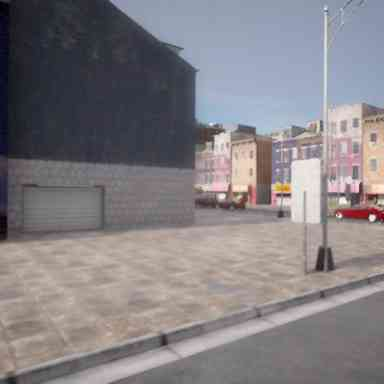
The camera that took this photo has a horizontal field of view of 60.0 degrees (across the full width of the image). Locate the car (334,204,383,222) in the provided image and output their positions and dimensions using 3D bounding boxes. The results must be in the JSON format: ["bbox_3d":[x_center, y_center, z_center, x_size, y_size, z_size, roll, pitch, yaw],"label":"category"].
[{"bbox_3d":[14.125,1.673,27.718,1.887,1.381,4.507,1,0,-35],"label":"car"}]

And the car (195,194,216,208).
[{"bbox_3d":[1.561,1.235,45.467,2.192,1.841,5.009,1,0,-35],"label":"car"}]

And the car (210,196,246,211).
[{"bbox_3d":[4.699,1.515,41.029,1.887,1.381,4.507,1,0,-35],"label":"car"}]
